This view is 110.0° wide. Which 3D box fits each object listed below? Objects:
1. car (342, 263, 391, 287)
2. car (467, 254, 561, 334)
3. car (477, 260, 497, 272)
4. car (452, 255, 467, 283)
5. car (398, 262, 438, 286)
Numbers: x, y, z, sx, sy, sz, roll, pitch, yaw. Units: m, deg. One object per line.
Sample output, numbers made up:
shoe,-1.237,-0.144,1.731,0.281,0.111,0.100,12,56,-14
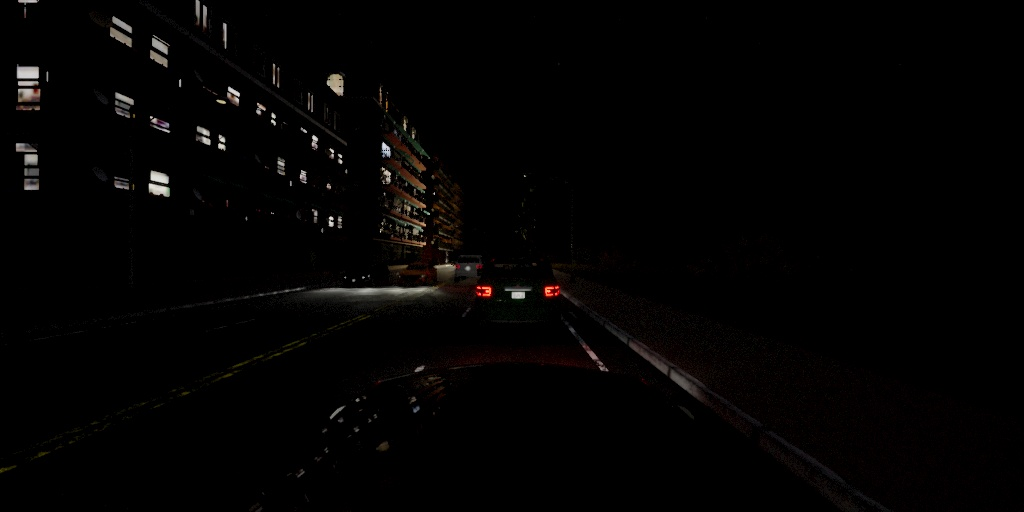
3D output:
car,-9.852,1.258,24.713,1.837,1.490,4.892,0,0,0
car,0.102,0.973,10.721,2.150,2.045,5.566,0,0,-1
car,-3.155,1.244,46.040,2.128,1.511,4.902,0,0,1
car,-3.150,0.969,28.294,2.150,2.045,5.566,0,-1,0
car,-6.601,1.231,25.626,1.882,1.535,5.008,0,0,0
